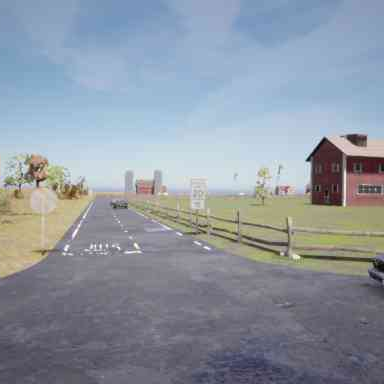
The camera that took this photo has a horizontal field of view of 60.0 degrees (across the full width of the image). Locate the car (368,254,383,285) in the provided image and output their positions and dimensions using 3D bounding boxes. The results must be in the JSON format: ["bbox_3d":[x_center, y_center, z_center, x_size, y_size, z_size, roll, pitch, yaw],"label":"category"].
[{"bbox_3d":[6.699,1.521,6.831,5.357,1.411,2.033,0,0,2],"label":"car"}]

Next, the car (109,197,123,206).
[{"bbox_3d":[-13.043,1.659,56.893,2.033,1.411,5.357,1,0,-16],"label":"car"}]

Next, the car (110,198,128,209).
[{"bbox_3d":[-10.202,1.586,47.222,2.128,1.511,4.902,1,0,-16],"label":"car"}]
